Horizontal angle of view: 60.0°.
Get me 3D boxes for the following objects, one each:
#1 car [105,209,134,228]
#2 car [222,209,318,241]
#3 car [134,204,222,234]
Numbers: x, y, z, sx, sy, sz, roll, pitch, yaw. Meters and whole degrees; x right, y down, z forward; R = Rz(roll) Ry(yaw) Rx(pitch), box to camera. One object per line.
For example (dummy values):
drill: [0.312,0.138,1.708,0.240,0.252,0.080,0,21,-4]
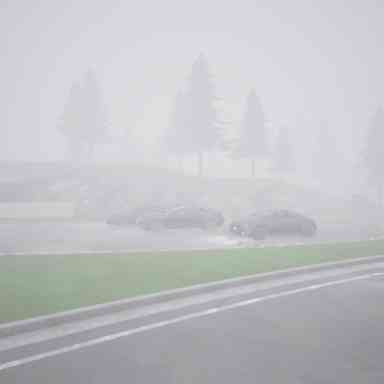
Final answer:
car: [-2.823,1.505,21.573,5.357,1.411,2.033,0,0,-10]
car: [3.921,1.509,16.134,4.181,1.385,1.994,0,0,-18]
car: [-0.581,1.448,18.571,4.902,1.511,2.128,0,0,-12]
